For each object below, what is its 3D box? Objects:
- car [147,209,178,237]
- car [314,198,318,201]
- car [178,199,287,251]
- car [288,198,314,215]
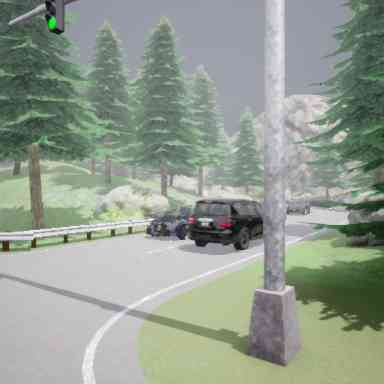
[{"bbox_3d":[-0.408,1.576,17.361,1.994,1.385,4.181,0,0,35],"label":"car"},{"bbox_3d":[17.551,1.525,47.033,1.882,1.535,5.008,2,-1,-12],"label":"car"},{"bbox_3d":[2.025,1.350,14.560,2.150,2.045,5.566,0,-1,35],"label":"car"},{"bbox_3d":[10.929,1.517,34.032,1.837,1.490,4.892,0,0,28],"label":"car"}]
